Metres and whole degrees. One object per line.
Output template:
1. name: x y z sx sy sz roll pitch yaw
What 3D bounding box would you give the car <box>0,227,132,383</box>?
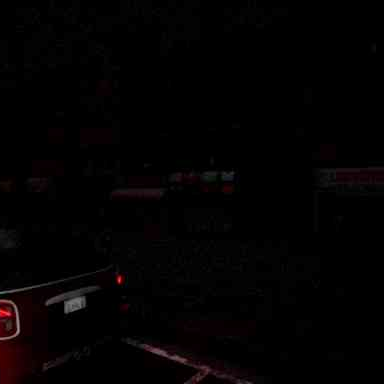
1. car: -3.108 1.344 5.164 4.553 1.767 2.097 0 0 36
